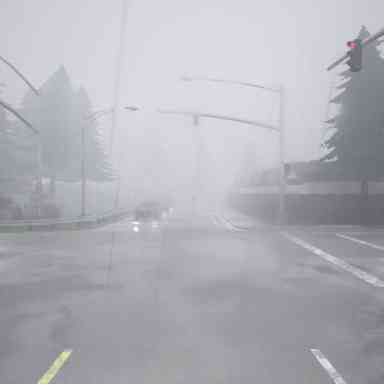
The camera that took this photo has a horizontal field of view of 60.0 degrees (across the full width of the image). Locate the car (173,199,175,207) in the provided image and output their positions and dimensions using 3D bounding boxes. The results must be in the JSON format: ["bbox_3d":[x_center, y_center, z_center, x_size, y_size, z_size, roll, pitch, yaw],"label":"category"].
[{"bbox_3d":[-3.504,1.504,48.281,1.837,1.490,4.892,0,0,2],"label":"car"}]

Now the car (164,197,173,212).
[{"bbox_3d":[-3.590,1.564,37.926,1.994,1.385,4.181,0,0,0],"label":"car"}]

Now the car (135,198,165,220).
[{"bbox_3d":[-3.597,1.505,28.012,1.837,1.490,4.892,0,0,0],"label":"car"}]
